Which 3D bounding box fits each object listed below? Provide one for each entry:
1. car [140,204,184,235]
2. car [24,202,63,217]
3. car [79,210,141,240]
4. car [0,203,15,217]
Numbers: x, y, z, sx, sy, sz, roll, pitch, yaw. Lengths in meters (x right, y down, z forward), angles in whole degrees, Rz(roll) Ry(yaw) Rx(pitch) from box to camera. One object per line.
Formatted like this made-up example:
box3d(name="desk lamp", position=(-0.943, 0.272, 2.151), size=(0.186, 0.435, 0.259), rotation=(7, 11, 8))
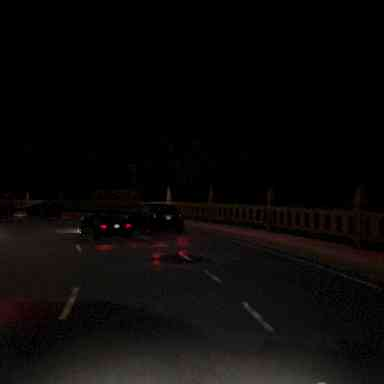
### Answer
box3d(name="car", position=(-2.309, 1.494, 20.347), size=(2.097, 1.767, 4.553), rotation=(0, 0, -28))
box3d(name="car", position=(-15.731, 1.781, 35.100), size=(5.008, 1.535, 1.882), rotation=(-1, -1, 35))
box3d(name="car", position=(-4.730, 1.686, 17.910), size=(2.033, 1.411, 5.357), rotation=(0, 0, -28))
box3d(name="car", position=(-20.005, 1.793, 33.700), size=(5.008, 1.535, 1.882), rotation=(-1, -1, 31))
